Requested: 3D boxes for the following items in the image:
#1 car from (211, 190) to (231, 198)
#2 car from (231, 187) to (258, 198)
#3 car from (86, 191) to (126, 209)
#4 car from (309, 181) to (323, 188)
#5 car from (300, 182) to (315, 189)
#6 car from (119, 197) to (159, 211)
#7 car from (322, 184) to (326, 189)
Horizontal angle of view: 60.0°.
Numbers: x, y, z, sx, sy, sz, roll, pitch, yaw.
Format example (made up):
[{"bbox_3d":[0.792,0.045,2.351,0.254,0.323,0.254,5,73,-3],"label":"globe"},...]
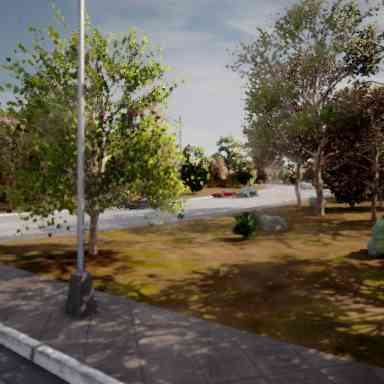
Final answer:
[{"bbox_3d":[5.180,0.324,54.975,1.895,1.301,4.718,0,3,39],"label":"car"},{"bbox_3d":[8.907,-0.003,54.028,2.097,1.767,4.553,0,3,38],"label":"car"},{"bbox_3d":[-9.551,0.972,36.444,2.150,2.045,5.566,0,2,38],"label":"car"},{"bbox_3d":[33.227,-2.033,89.009,2.128,1.511,4.902,0,3,3],"label":"car"},{"bbox_3d":[27.619,-1.394,79.493,1.812,1.442,4.674,0,3,13],"label":"car"},{"bbox_3d":[-4.954,1.209,36.614,2.033,1.411,5.357,0,2,38],"label":"car"},{"bbox_3d":[31.160,-1.357,79.198,1.895,1.301,4.718,0,3,13],"label":"car"}]
